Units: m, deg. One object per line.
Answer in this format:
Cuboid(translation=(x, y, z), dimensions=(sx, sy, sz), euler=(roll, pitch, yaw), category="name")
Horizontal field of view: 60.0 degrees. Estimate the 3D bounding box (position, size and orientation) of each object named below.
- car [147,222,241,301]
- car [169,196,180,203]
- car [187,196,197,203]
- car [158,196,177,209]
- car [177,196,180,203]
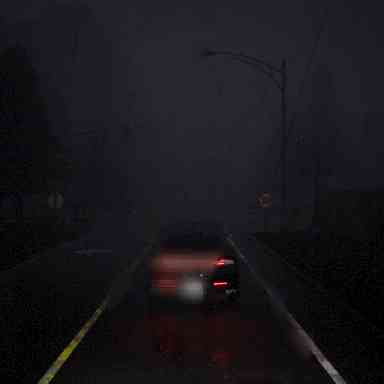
Cuboid(translation=(0.055, 1.492, 8.322), dimensions=(2.128, 1.511, 4.902), euler=(0, 0, 0), category="car")
Cuboid(translation=(-3.508, 1.505, 67.578), dimensions=(1.837, 1.490, 4.892), euler=(0, 0, 0), category="car")
Cuboid(translation=(0.010, 1.491, 69.553), dimensions=(2.128, 1.511, 4.902), euler=(0, 0, 0), category="car")
Cuboid(translation=(-3.586, 1.547, 46.328), dimensions=(2.033, 1.411, 5.357), euler=(0, 0, 0), category="car")
Cuboid(translation=(-3.569, 1.477, 57.245), dimensions=(1.882, 1.535, 5.008), euler=(0, 0, 0), category="car")
